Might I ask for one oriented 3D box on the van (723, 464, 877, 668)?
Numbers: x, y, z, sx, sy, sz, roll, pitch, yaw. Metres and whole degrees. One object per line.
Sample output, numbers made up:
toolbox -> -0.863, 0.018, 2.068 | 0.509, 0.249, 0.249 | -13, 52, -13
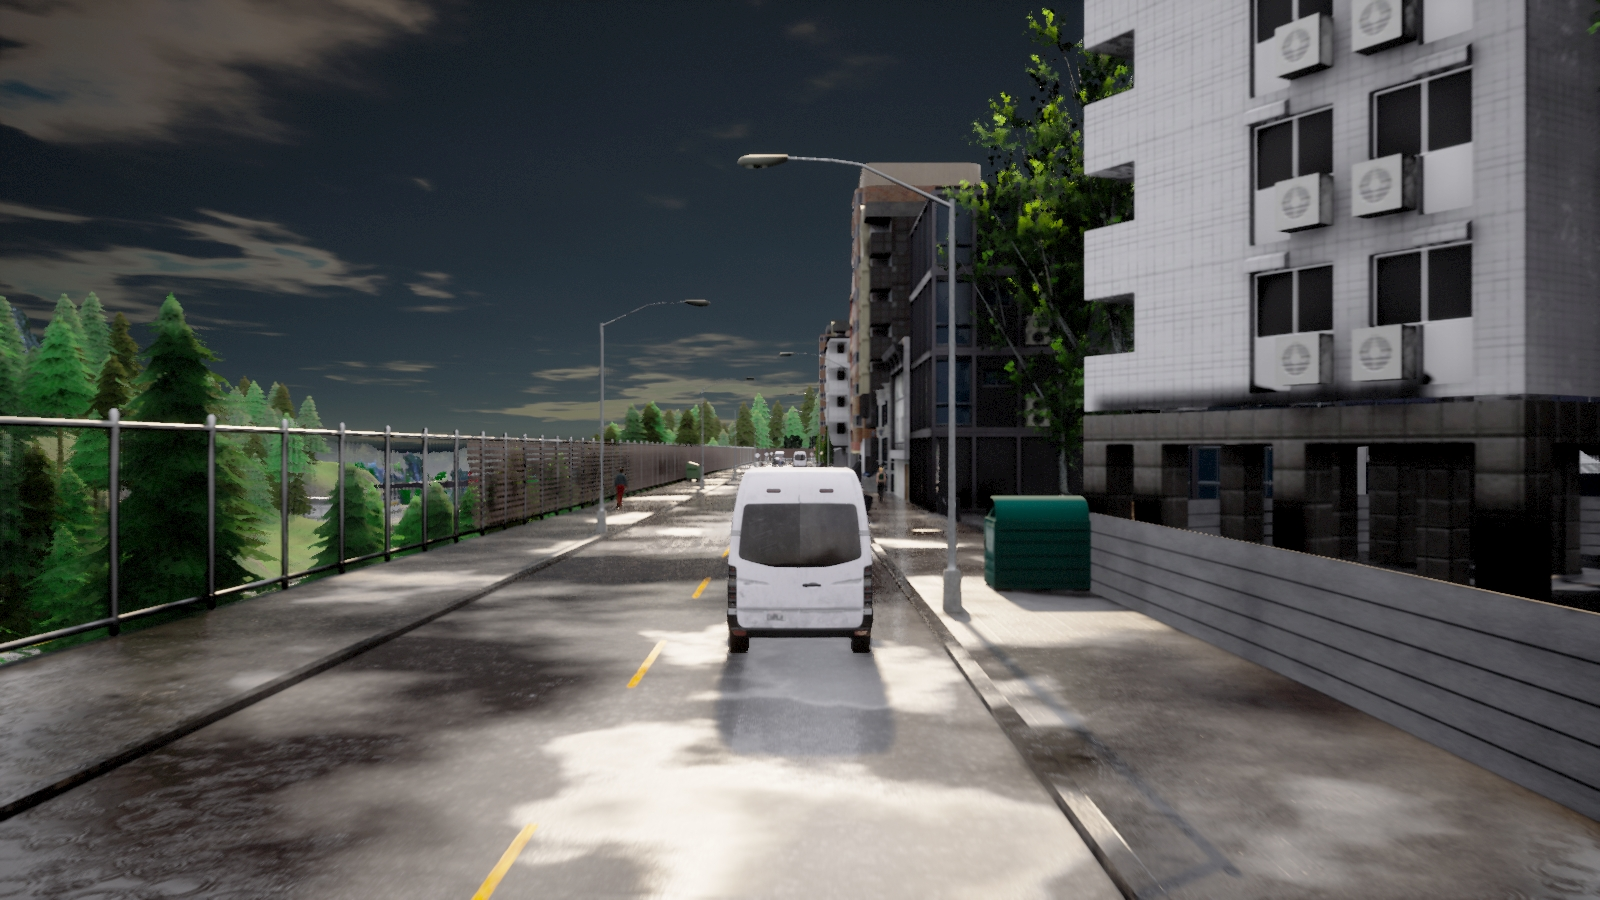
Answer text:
van -> -0.004, 1.534, 17.685 | 1.988, 2.561, 5.915 | 0, 0, 0

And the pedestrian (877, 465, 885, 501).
pedestrian -> 4.226, 1.744, 59.837 | 0.375, 1.860, 0.375 | 0, 0, -3

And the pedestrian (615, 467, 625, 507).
pedestrian -> -8.408, 1.745, 53.416 | 0.375, 1.860, 0.375 | 0, 0, 1
